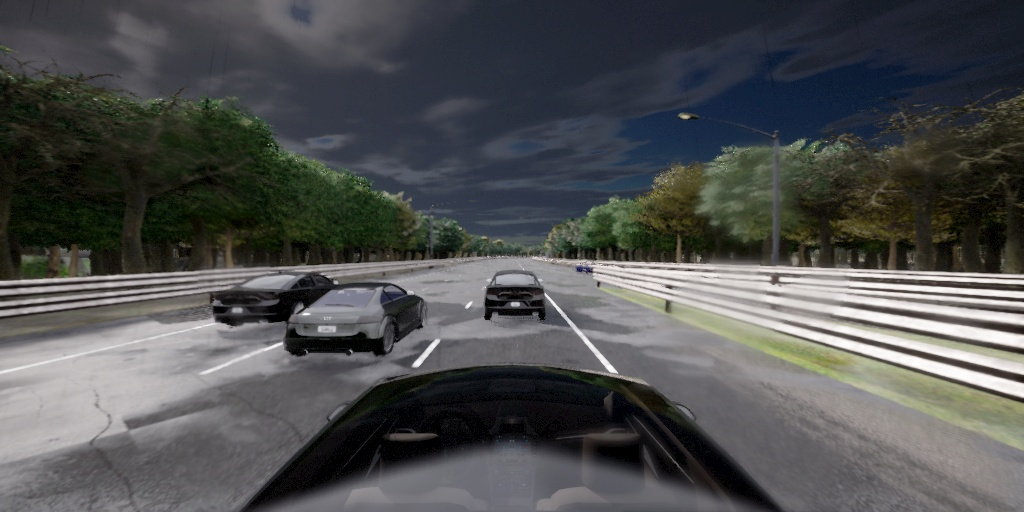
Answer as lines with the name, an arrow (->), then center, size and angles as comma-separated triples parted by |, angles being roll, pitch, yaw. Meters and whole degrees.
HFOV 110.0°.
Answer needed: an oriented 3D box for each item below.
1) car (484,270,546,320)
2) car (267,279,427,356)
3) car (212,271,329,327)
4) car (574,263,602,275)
car -> 0.095, 1.227, 12.718 | 1.882, 1.535, 5.008 | 0, 0, 0
car -> -3.403, 1.313, 8.605 | 1.994, 1.385, 4.181 | 0, 0, 0
car -> -6.905, 1.227, 11.503 | 1.882, 1.535, 5.008 | 0, 0, 0
car -> 8.469, 1.398, 40.004 | 1.895, 1.301, 4.718 | 0, 0, -10
